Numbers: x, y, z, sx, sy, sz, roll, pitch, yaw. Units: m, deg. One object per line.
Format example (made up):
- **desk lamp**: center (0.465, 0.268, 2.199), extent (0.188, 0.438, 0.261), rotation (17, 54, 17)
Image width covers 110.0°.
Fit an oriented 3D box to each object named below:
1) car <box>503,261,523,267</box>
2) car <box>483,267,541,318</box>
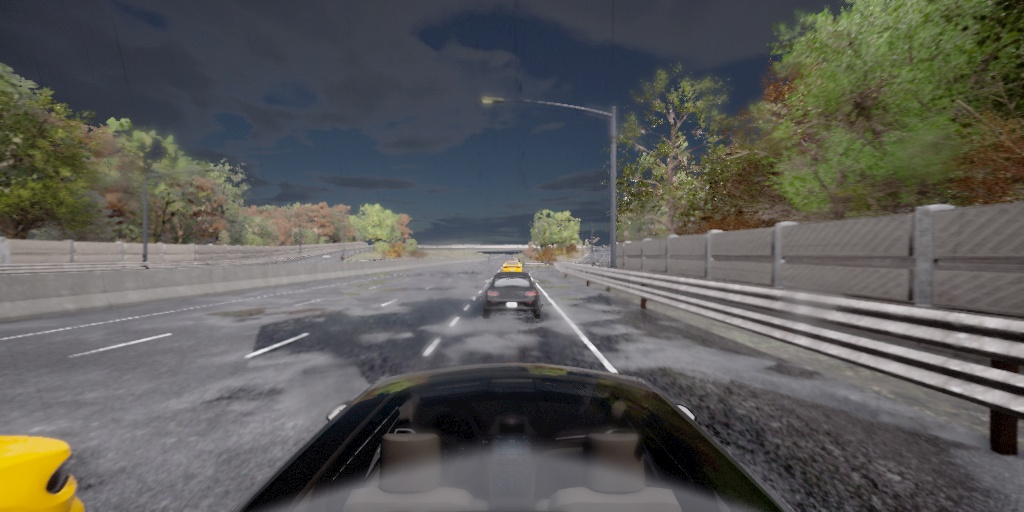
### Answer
- **car**: center (0.076, 1.237, 35.494), extent (1.882, 1.535, 5.008), rotation (0, 0, 2)
- **car**: center (0.000, 1.277, 12.868), extent (1.812, 1.442, 4.674), rotation (0, 0, 0)
